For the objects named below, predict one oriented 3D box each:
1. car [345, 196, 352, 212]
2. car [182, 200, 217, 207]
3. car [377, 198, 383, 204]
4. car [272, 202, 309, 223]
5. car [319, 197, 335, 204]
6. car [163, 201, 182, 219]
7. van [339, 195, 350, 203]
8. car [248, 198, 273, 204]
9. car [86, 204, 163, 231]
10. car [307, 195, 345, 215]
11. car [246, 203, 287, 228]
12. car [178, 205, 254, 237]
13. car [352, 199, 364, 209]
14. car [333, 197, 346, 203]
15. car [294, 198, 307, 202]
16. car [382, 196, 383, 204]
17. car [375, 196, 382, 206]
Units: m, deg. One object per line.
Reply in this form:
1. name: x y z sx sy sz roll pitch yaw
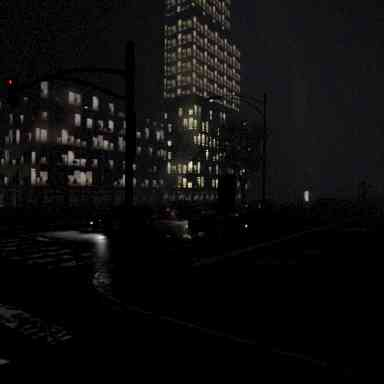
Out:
1. car: 18.540 1.720 42.223 1.967 1.590 4.097 1 0 36
2. car: 1.659 1.568 29.198 1.882 1.535 5.008 1 0 36
3. car: 44.888 2.047 77.967 2.008 1.369 4.403 1 0 36
4. car: 8.031 1.778 27.873 1.802 1.307 4.206 1 0 36
5. car: 28.251 1.848 69.552 1.947 1.339 4.313 1 0 36
6. car: -1.541 1.480 29.450 1.967 1.590 4.097 1 0 36
7. van: 38.150 1.705 82.945 1.690 1.788 3.998 1 0 36
8. car: 7.744 1.492 37.413 2.097 1.767 4.553 1 0 37
9. car: -4.337 1.548 21.088 1.837 1.490 4.892 1 0 36
10. car: 15.269 1.569 37.738 2.192 1.841 5.009 1 0 36
11. car: 4.775 1.736 23.465 1.947 1.339 4.313 1 0 36
12. car: 1.517 1.696 19.056 2.008 1.369 4.403 1 0 36
13. car: 25.096 1.773 51.180 1.967 1.590 4.097 1 0 36
14. car: 34.748 1.861 78.344 1.752 1.417 4.829 1 0 36
15. car: 18.253 1.726 56.023 1.752 1.417 4.829 1 0 36
16. car: 41.592 1.783 73.502 2.192 1.841 5.009 1 0 36
17. car: 35.093 1.940 64.710 1.752 1.417 4.829 1 0 36
